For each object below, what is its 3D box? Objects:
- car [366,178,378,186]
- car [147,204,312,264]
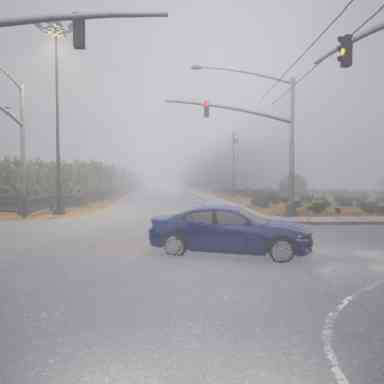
[{"bbox_3d":[42.114,-2.271,77.576,1.905,1.878,3.866,10,10,41],"label":"car"},{"bbox_3d":[1.103,1.150,10.382,5.008,1.535,1.882,1,3,14],"label":"car"}]
